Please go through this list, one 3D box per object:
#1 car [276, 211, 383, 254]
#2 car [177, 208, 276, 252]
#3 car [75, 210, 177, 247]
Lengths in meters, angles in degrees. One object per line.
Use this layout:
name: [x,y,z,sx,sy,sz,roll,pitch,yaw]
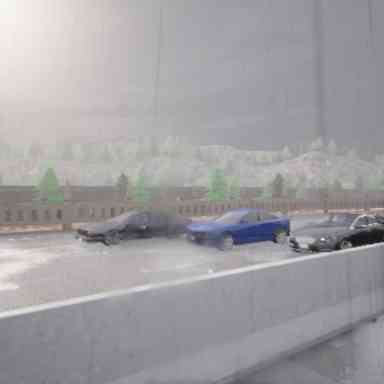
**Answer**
car: [5.657,1.492,12.287,4.902,1.511,2.128,0,0,-35]
car: [2.071,1.478,14.043,5.008,1.535,1.882,0,0,-35]
car: [-2.404,1.548,15.170,5.357,1.411,2.033,0,0,-35]
